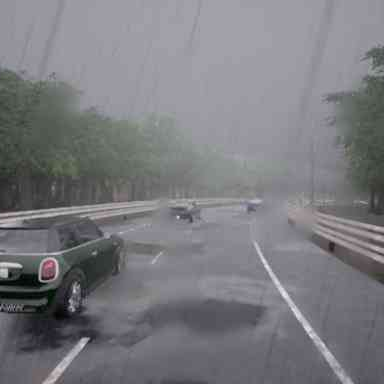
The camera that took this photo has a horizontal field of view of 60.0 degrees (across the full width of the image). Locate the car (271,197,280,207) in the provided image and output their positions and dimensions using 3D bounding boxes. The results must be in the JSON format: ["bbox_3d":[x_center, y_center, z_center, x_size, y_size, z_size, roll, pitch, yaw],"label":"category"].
[{"bbox_3d":[12.468,1.507,52.842,2.097,1.767,4.553,0,0,28],"label":"car"}]

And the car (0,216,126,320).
[{"bbox_3d":[-2.981,1.325,7.505,2.097,1.767,4.553,0,0,4],"label":"car"}]

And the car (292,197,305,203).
[{"bbox_3d":[21.818,1.794,68.442,1.882,1.535,5.008,1,-1,35],"label":"car"}]

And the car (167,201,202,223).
[{"bbox_3d":[-0.479,1.466,25.145,1.837,1.490,4.892,0,0,12],"label":"car"}]

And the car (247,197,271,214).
[{"bbox_3d":[7.191,1.501,36.229,1.882,1.535,5.008,0,0,18],"label":"car"}]
